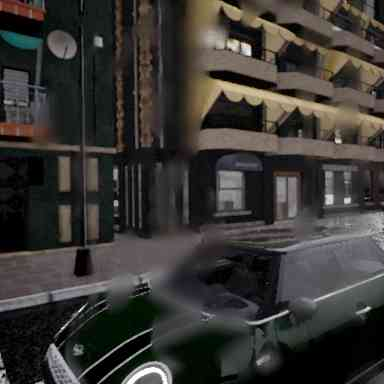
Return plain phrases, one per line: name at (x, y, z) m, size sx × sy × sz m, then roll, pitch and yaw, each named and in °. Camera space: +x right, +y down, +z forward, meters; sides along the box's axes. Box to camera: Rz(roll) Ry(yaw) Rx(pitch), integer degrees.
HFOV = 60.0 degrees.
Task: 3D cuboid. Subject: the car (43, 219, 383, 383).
car at (0.737, 1.291, 3.903) m, size 4.553 × 1.767 × 2.097 m, roll -2°, pitch 1°, yaw -35°
